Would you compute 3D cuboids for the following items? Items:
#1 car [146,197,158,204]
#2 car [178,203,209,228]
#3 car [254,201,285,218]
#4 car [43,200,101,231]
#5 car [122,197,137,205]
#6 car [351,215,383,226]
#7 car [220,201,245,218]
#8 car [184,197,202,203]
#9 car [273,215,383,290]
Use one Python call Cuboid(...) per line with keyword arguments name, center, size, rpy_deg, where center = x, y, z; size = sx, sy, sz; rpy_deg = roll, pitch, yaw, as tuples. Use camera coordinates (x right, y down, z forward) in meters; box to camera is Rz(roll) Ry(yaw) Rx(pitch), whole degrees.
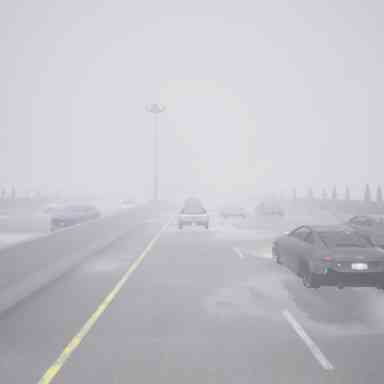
Cuboid(name="car", center=(-7.317, 1.622, 61.567), size=(2.033, 1.411, 5.357), rpy_deg=(0, 0, -1))
Cuboid(name="car", center=(0.101, 1.611, 22.052), size=(1.895, 1.301, 4.718), rpy_deg=(0, 0, 0))
Cuboid(name="car", center=(7.102, 1.563, 30.821), size=(2.033, 1.411, 5.357), rpy_deg=(0, 0, 0))
Cuboid(name="car", center=(-7.097, 1.487, 20.718), size=(1.882, 1.535, 5.008), rpy_deg=(0, 0, 0))
Cuboid(name="car", center=(-10.732, 1.593, 57.127), size=(1.994, 1.385, 4.181), rpy_deg=(0, 0, -1))
Cuboid(name="car", center=(7.101, 1.570, 13.042), size=(1.994, 1.385, 4.181), rpy_deg=(0, 0, 0))
Cuboid(name="car", center=(3.588, 1.541, 30.004), size=(1.812, 1.442, 4.674), rpy_deg=(0, 0, 0))
Cuboid(name="car", center=(0.100, 1.372, 40.598), size=(2.097, 1.767, 4.553), rpy_deg=(0, 0, 0))
Cuboid(name="car", center=(3.600, 1.568, 9.154), size=(1.994, 1.385, 4.181), rpy_deg=(0, 0, 0))
